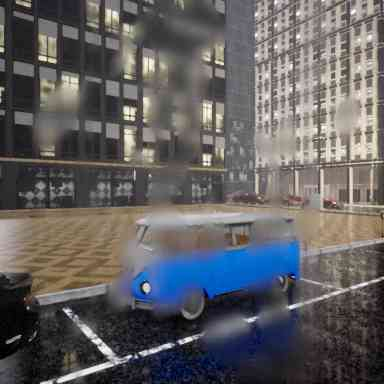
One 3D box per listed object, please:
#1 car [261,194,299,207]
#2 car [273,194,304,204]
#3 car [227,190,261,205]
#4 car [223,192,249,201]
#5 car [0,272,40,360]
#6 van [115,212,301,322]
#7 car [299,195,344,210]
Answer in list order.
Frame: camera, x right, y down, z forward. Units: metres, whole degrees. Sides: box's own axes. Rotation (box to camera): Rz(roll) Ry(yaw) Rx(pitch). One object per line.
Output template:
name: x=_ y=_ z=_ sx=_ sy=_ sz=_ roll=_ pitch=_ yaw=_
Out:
car: x=10.827 y=1.107 z=40.143 sx=1.802 sy=1.307 sz=4.206 roll=1 pitch=0 yaw=-36
car: x=14.344 y=0.988 z=49.609 sx=1.802 sy=1.307 sz=4.206 roll=1 pitch=0 yaw=-36
car: x=7.582 y=0.733 z=44.669 sx=2.192 sy=1.841 sz=5.009 roll=1 pitch=0 yaw=-36
car: x=7.740 y=0.713 z=58.806 sx=1.752 sy=1.417 sz=4.829 roll=1 pitch=0 yaw=-36
car: x=-4.087 y=1.551 z=3.642 sx=4.403 sy=1.369 sz=2.008 roll=0 pitch=0 yaw=-36
van: x=0.508 y=1.341 z=6.928 sx=3.998 sy=1.788 sz=1.690 roll=0 pitch=0 yaw=-36
car: x=14.083 y=1.073 z=35.615 sx=1.967 sy=1.590 sz=4.097 roll=1 pitch=0 yaw=-36
